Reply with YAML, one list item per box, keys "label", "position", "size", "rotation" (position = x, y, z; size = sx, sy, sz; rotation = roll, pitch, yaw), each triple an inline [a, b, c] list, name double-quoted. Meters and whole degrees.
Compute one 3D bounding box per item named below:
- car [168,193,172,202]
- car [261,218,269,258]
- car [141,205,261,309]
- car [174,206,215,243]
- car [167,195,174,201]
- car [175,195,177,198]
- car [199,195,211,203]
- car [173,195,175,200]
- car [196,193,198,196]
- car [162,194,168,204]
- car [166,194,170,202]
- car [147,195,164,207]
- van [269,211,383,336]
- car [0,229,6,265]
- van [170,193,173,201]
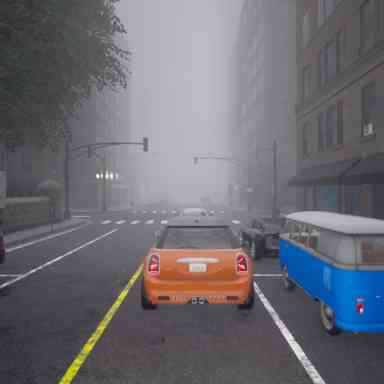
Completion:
- label: "car"
  position: [-5.684, 1.513, 66.443]
  size: [1.887, 1.381, 4.507]
  rotation: [0, 0, 0]
- label: "car"
  position: [2.854, 1.563, 12.104]
  size: [1.947, 1.339, 4.313]
  rotation: [0, 0, 0]
- label: "car"
  position: [0.100, 1.351, 7.997]
  size: [2.097, 1.767, 4.553]
  rotation: [0, 0, 0]
- label: "car"
  position: [0.098, 1.520, 16.997]
  size: [1.812, 1.442, 4.674]
  rotation: [0, 0, 0]
- label: "car"
  position: [-5.689, 1.501, 88.076]
  size: [1.752, 1.417, 4.829]
  rotation: [0, 0, 0]
- label: "car"
  position: [-5.688, 1.288, 82.795]
  size: [2.192, 1.841, 5.009]
  rotation: [0, 0, 0]
- label: "car"
  position: [2.841, 1.409, 66.480]
  size: [1.967, 1.590, 4.097]
  rotation: [0, 0, 0]
- label: "car"
  position: [-5.686, 1.522, 77.344]
  size: [2.008, 1.369, 4.403]
  rotation: [0, 0, 0]
- label: "car"
  position: [2.835, 1.505, 93.893]
  size: [1.752, 1.417, 4.829]
  rotation: [0, 0, 0]
- label: "car"
  position: [-5.681, 1.521, 55.541]
  size: [2.008, 1.369, 4.403]
  rotation: [0, 0, 0]
- label: "car"
  position: [-5.683, 1.513, 60.992]
  size: [1.887, 1.381, 4.507]
  rotation: [0, 0, 0]
- label: "car"
  position: [-5.680, 1.497, 49.920]
  size: [1.752, 1.417, 4.829]
  rotation: [0, 0, 0]
- label: "van"
  position: [2.855, 1.340, 6.443]
  size: [1.690, 1.788, 3.998]
  rotation: [0, 0, 0]
- label: "car"
  position: [-5.670, 1.314, 6.401]
  size: [2.192, 1.841, 5.009]
  rotation: [0, 0, 0]
- label: "van"
  position: [-5.686, 1.310, 71.893]
  size: [1.690, 1.788, 3.998]
  rotation: [0, 0, 0]
